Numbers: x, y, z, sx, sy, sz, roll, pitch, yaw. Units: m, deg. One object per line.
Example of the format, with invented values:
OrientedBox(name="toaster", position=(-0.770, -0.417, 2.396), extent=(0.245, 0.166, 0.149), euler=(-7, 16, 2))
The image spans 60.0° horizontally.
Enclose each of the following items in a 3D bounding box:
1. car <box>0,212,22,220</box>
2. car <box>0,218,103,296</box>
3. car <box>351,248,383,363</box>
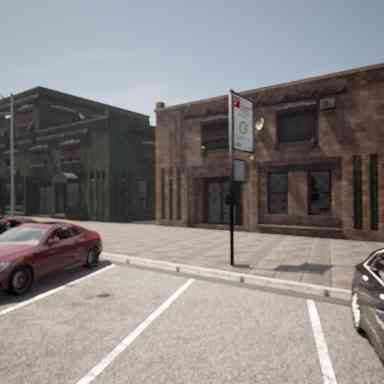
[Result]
OrientedBox(name="car", position=(-6.626, 1.574, 10.760), extent=(2.163, 1.488, 4.792), euler=(0, -1, 16))
OrientedBox(name="car", position=(-4.173, 1.569, 9.048), extent=(2.002, 1.452, 4.674), euler=(0, -1, 15))
OrientedBox(name="car", position=(3.166, 1.484, 3.838), extent=(2.231, 1.521, 4.892), euler=(0, -1, 15))
